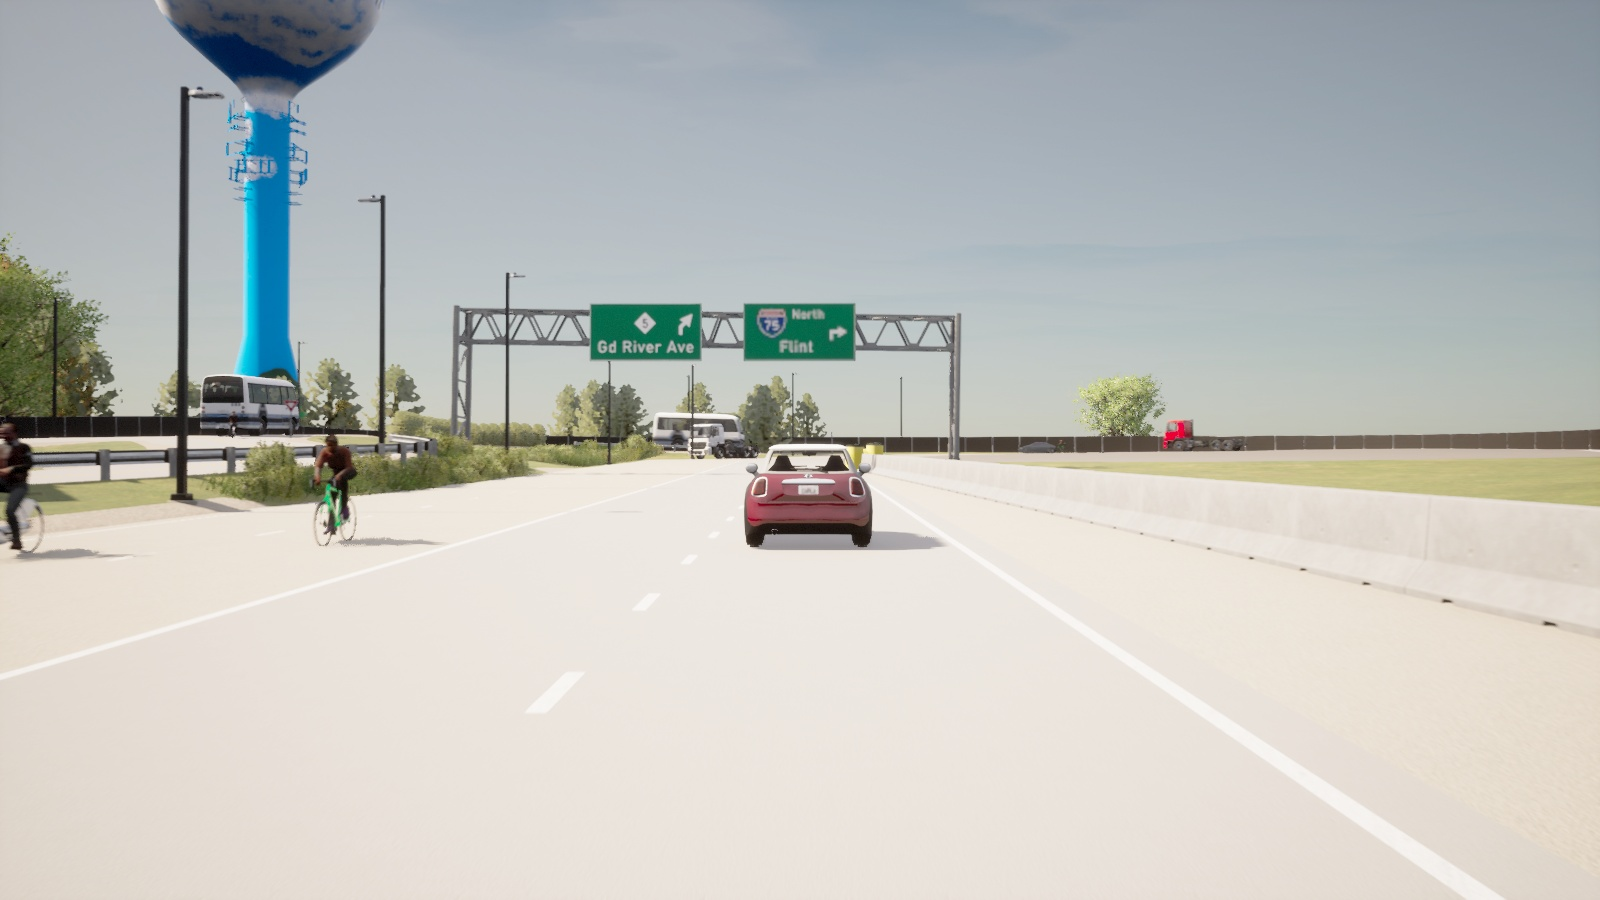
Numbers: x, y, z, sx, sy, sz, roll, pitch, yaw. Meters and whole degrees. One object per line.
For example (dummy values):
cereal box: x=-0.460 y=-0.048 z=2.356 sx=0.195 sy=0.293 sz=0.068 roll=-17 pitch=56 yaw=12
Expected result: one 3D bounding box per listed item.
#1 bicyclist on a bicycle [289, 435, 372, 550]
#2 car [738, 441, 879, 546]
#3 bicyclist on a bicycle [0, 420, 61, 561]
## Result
bicyclist on a bicycle: x=-6.879 y=0.587 z=18.468 sx=0.582 sy=1.620 sz=1.656 roll=0 pitch=1 yaw=0
car: x=0.127 y=0.602 z=19.512 sx=1.970 sy=1.475 sz=3.806 roll=0 pitch=0 yaw=0
bicyclist on a bicycle: x=-10.392 y=0.514 z=16.162 sx=0.659 sy=1.776 sz=1.843 roll=0 pitch=0 yaw=0
